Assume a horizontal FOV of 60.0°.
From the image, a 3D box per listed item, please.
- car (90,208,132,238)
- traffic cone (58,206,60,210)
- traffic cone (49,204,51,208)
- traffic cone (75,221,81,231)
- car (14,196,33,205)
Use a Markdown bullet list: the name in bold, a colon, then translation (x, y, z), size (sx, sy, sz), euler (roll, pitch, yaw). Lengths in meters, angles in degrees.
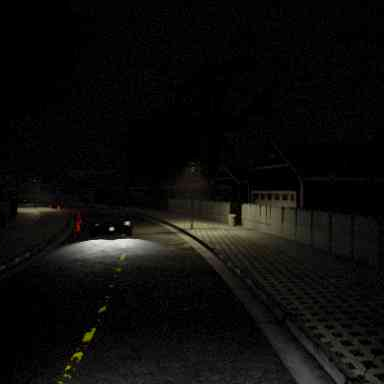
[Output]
- **car**: translation (-4.262, 1.555, 17.572), size (1.994, 1.385, 4.181), euler (0, 0, -14)
- **traffic cone**: translation (-16.468, 1.920, 41.164), size (0.340, 0.580, 0.340), euler (0, 0, -33)
- **traffic cone**: translation (-19.234, 1.915, 45.142), size (0.340, 0.580, 0.340), euler (0, 0, -37)
- **traffic cone**: translation (-6.585, 1.945, 19.142), size (0.340, 0.580, 0.340), euler (0, 0, -15)
- **car**: translation (-30.462, 1.442, 59.641), size (4.892, 1.490, 1.837), euler (0, 0, 38)
